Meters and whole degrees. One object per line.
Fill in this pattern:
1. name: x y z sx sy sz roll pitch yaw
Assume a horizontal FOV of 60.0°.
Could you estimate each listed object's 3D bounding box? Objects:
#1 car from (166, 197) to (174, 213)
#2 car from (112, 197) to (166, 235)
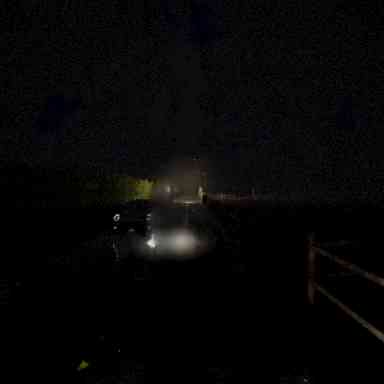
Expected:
1. car: -2.786 1.236 32.994 1.812 1.442 4.674 0 0 0
2. car: -2.806 1.200 17.765 2.097 1.767 4.553 0 1 0
